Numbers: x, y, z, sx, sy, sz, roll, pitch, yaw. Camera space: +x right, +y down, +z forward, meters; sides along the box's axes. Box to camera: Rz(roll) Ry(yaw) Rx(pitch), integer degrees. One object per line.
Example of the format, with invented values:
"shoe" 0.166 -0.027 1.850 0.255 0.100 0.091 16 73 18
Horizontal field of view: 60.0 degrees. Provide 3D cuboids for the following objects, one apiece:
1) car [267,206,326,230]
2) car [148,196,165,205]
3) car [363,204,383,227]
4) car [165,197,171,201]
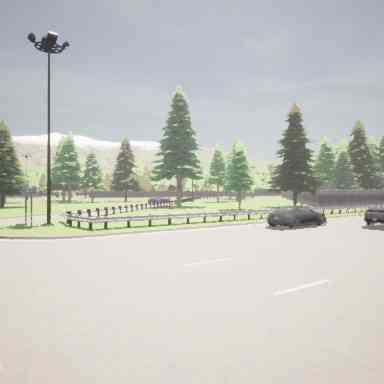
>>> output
"car" 6.779 1.563 21.454 4.181 1.385 1.994 0 0 -35
"car" -6.658 1.526 59.571 1.812 1.442 4.674 0 0 5
"car" 13.132 1.490 21.679 4.902 1.511 2.128 0 0 -35
"car" -5.664 1.601 69.798 1.895 1.301 4.718 0 0 5
